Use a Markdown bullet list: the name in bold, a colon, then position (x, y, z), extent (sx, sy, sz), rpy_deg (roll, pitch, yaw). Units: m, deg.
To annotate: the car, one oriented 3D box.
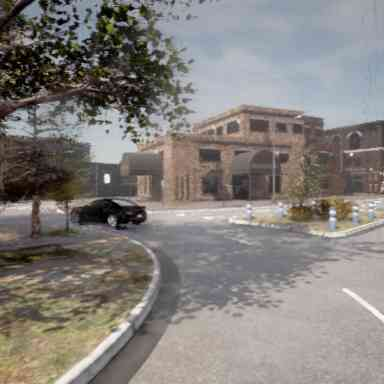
- **car**: position (-4.786, 1.081, 18.660), extent (5.008, 1.535, 1.882), rpy_deg (1, 0, 33)
